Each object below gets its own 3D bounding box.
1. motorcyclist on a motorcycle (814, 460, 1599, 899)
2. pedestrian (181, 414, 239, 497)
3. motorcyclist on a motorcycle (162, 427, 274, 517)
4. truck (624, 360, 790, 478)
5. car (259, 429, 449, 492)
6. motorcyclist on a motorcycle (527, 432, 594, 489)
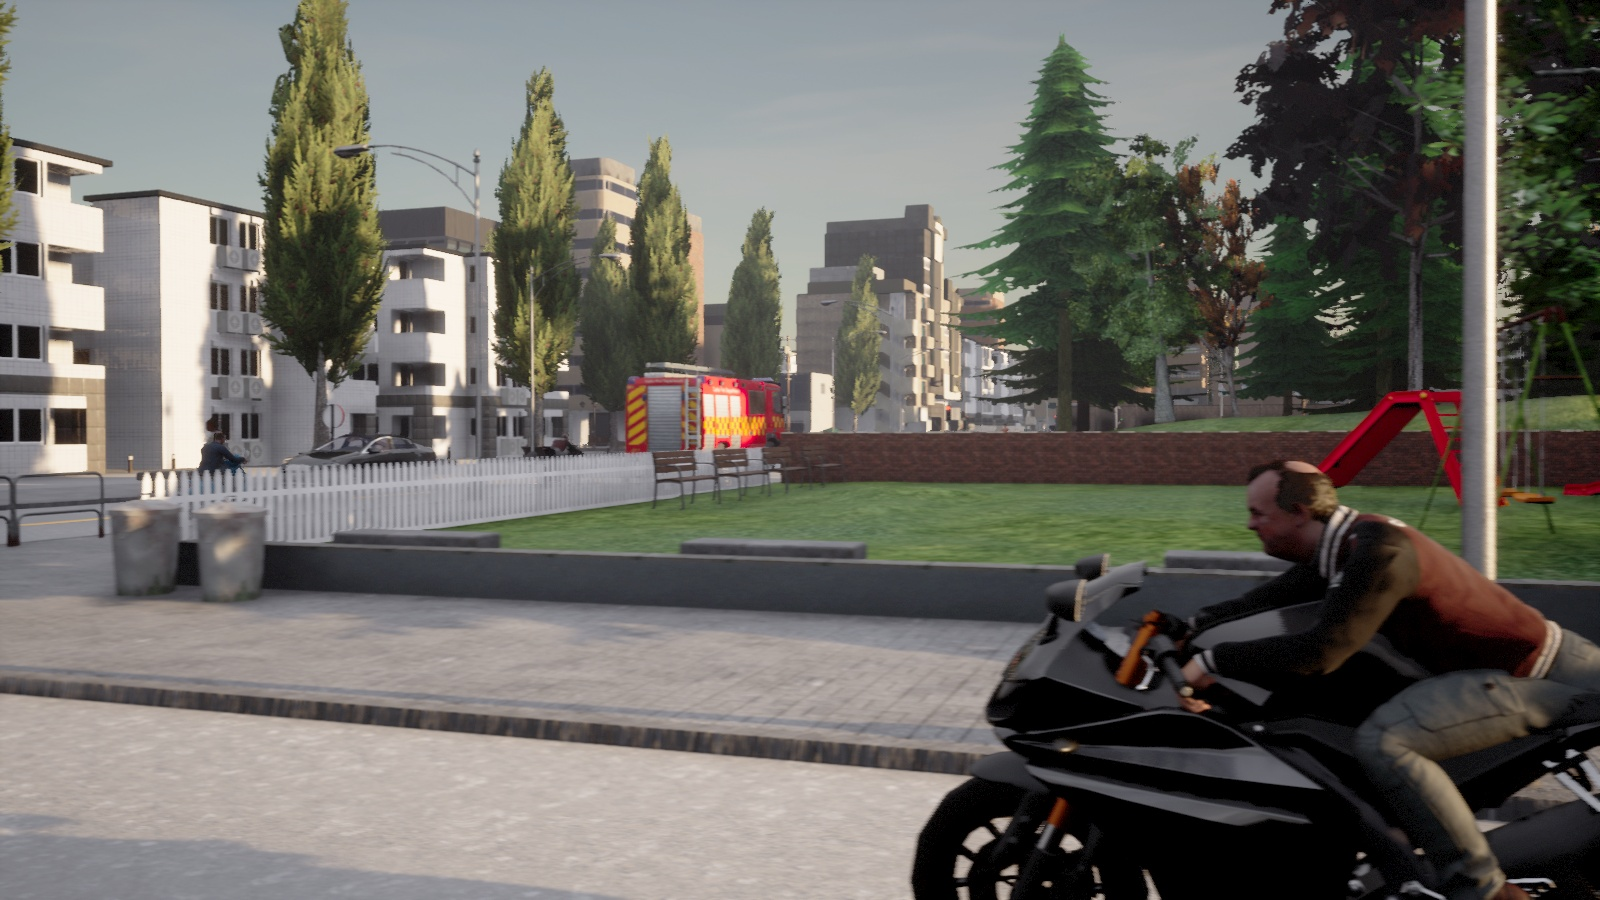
[{"bbox_3d":[1.215,0.813,3.313,2.191,1.530,0.866,1,1,19],"label":"motorcyclist on a motorcycle"},{"bbox_3d":[-13.303,0.114,28.323,0.900,1.855,0.874,0,1,-1],"label":"pedestrian"},{"bbox_3d":[-10.656,0.370,23.072,0.866,1.590,1.817,1,1,18],"label":"motorcyclist on a motorcycle"},{"bbox_3d":[-3.141,-1.076,45.332,2.891,3.827,8.468,1,1,19],"label":"truck"},{"bbox_3d":[-11.557,0.211,32.966,2.128,1.511,4.902,1,1,19],"label":"car"},{"bbox_3d":[-6.645,0.276,35.003,0.866,1.530,2.191,1,1,19],"label":"motorcyclist on a motorcycle"}]
